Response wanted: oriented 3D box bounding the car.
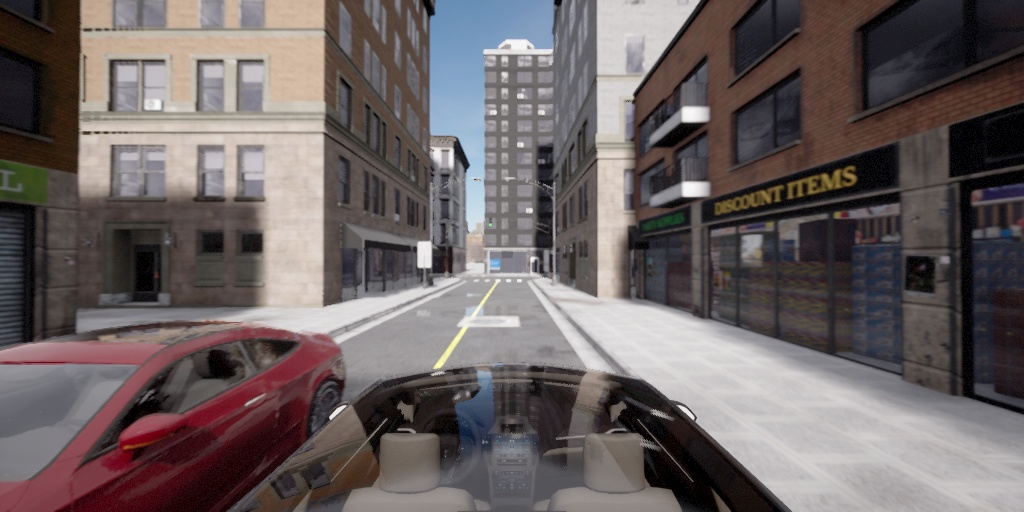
[{"bbox_3d":[-2.851,1.285,2.503,1.812,1.442,4.674,0,-1,0],"label":"car"}]
